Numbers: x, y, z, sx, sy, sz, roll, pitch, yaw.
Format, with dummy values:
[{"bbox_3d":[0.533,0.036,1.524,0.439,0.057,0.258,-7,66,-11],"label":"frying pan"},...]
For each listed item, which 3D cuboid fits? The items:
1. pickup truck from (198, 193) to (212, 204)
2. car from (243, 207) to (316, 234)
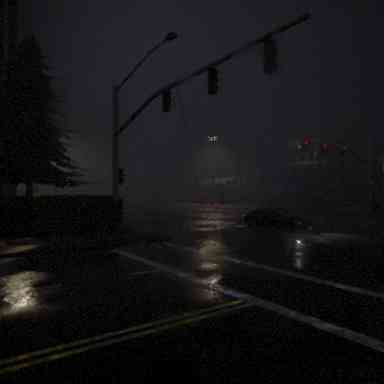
[{"bbox_3d":[2.677,1.183,63.465,2.390,2.098,6.274,0,0,-6],"label":"pickup truck"},{"bbox_3d":[5.097,1.630,19.997,1.812,1.442,4.674,0,1,-36],"label":"car"}]
